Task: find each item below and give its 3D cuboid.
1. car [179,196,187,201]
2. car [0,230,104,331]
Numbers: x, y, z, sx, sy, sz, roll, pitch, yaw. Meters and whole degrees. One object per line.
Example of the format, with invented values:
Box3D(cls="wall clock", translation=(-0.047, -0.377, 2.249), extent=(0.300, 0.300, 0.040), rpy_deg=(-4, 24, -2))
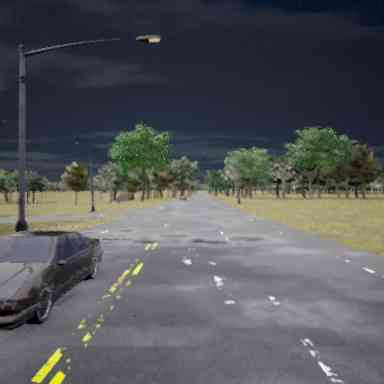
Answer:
Box3D(cls="car", translation=(-2.426, 1.722, 89.398), extent=(2.033, 1.411, 5.357), rpy_deg=(0, 0, 2))
Box3D(cls="car", translation=(-3.459, 1.598, 7.469), extent=(2.033, 1.411, 5.357), rpy_deg=(0, 0, 0))
